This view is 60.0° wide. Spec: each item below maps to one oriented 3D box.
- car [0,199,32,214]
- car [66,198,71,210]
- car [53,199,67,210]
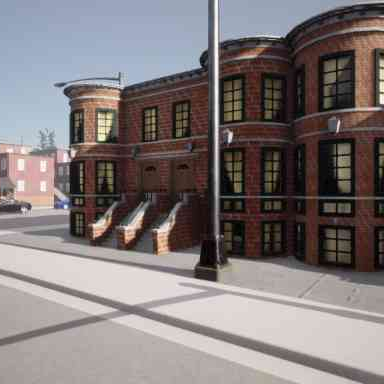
[{"bbox_3d":[-18.780,1.492,33.586,2.128,1.511,4.902,0,0,36],"label":"car"},{"bbox_3d":[-12.862,1.601,41.852,1.895,1.301,4.718,0,0,36],"label":"car"},{"bbox_3d":[-15.740,1.478,43.847,1.882,1.535,5.008,0,0,35],"label":"car"}]
